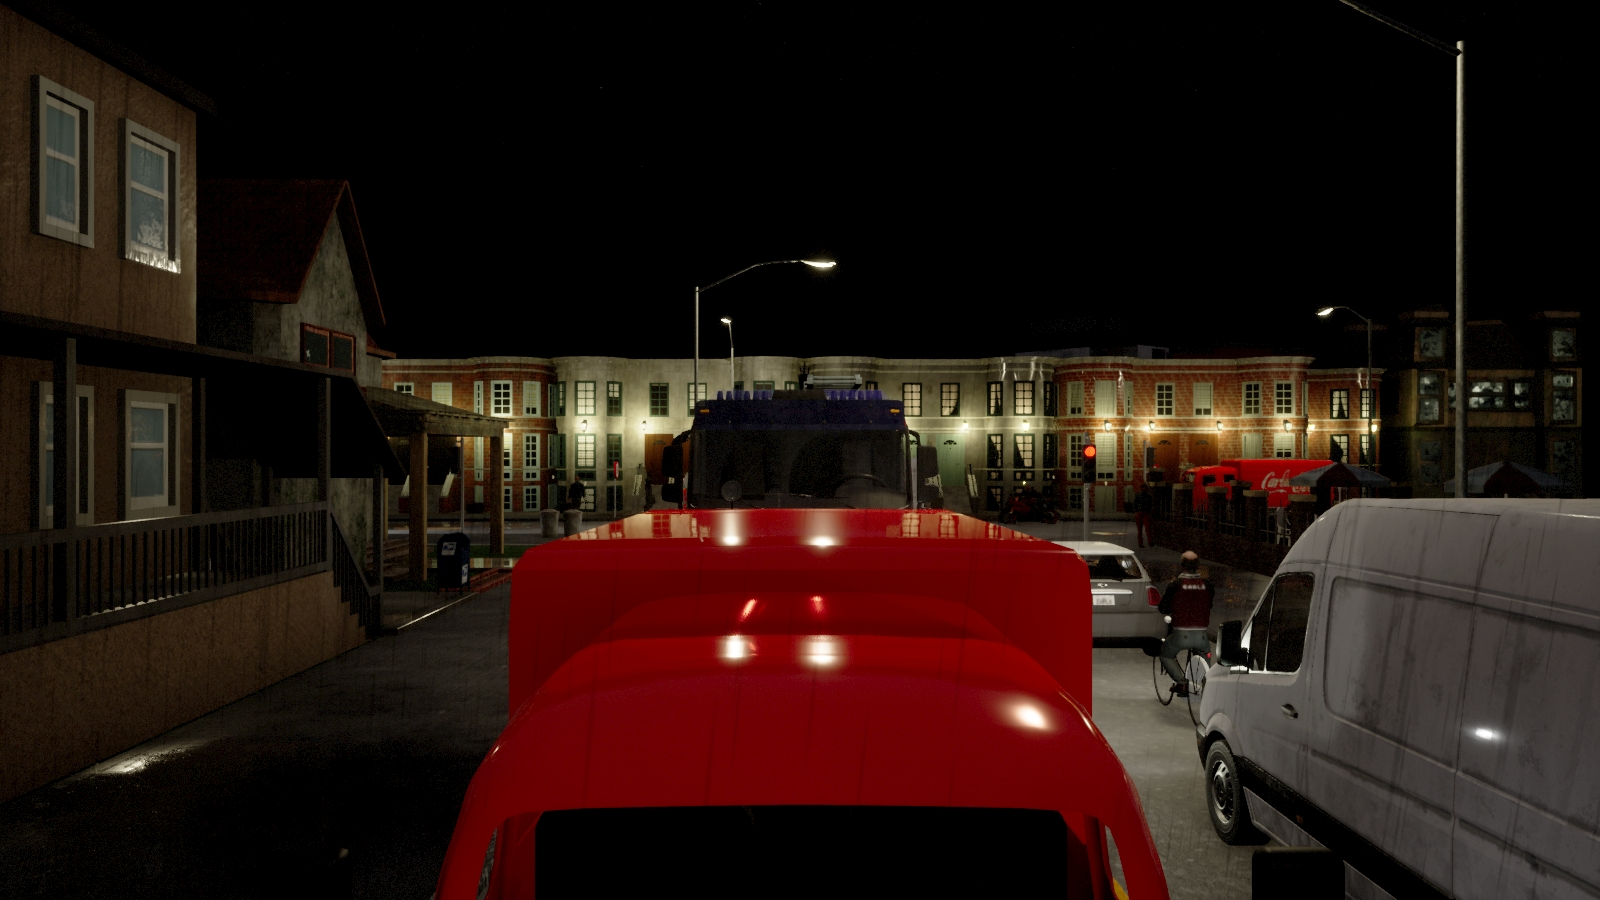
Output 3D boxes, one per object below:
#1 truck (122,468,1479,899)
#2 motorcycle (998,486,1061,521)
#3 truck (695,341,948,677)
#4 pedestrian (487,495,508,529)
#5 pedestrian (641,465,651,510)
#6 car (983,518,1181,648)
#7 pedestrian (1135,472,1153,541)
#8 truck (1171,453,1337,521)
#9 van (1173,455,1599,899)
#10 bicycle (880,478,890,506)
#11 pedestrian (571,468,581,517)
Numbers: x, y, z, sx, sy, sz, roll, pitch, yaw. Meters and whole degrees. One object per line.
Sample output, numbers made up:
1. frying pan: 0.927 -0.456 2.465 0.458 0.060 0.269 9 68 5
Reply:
1. truck: -0.002 1.351 4.813 2.627 2.467 5.204 0 0 0
2. motorcycle: 8.609 2.003 42.915 2.209 1.251 0.867 0 0 -3
3. truck: 0.275 0.678 17.256 2.891 3.827 8.468 0 0 0
4. pedestrian: -9.893 2.025 37.351 0.500 1.100 0.500 0 0 12
5. pedestrian: -6.388 1.545 47.418 0.375 1.860 0.375 0 0 0
6. car: 3.996 1.852 16.834 1.970 1.475 3.806 0 0 0
7. pedestrian: 9.366 1.529 31.105 0.375 1.860 0.375 0 0 0
8. truck: 17.012 1.366 43.029 5.204 2.467 2.627 0 0 0
9. van: 4.008 1.318 6.281 1.988 2.561 5.915 0 0 0
10. bicycle: 4.005 1.963 53.762 0.329 1.271 1.835 0 0 0
11. pedestrian: -8.718 1.647 44.474 0.375 1.860 0.375 0 0 -10
